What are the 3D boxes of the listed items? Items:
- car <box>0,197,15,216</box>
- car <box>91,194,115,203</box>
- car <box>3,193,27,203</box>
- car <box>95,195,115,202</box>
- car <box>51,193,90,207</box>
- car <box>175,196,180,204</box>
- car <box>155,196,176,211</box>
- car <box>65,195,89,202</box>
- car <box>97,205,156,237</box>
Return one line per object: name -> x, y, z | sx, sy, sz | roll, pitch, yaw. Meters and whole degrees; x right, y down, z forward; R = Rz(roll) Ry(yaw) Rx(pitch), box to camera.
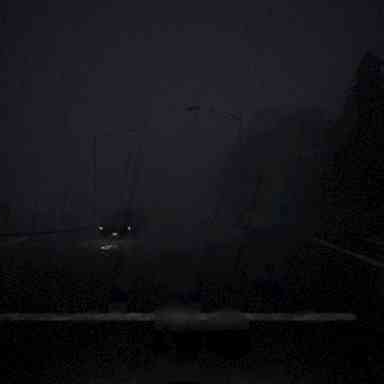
car -> -17.360, 1.403, 27.946 | 3.633, 1.501, 1.845 | 0, 0, 0
car -> -17.608, 1.200, 62.230 | 5.027, 1.636, 2.152 | 0, 0, 0
car -> -34.989, 1.145, 65.383 | 4.605, 1.855, 1.932 | 0, 0, 0
car -> -17.926, 1.282, 68.648 | 3.806, 1.475, 1.970 | 0, 0, 0
car -> -17.208, 1.136, 46.530 | 4.605, 1.855, 1.932 | 0, 0, 0
car -> -3.438, 1.514, 66.977 | 1.882, 1.535, 5.008 | 0, 0, 0
car -> -3.463, 1.570, 41.326 | 2.033, 1.411, 5.357 | 0, 0, 0
car -> -24.972, 1.349, 72.316 | 4.514, 1.523, 2.007 | 0, 0, 0
car -> -3.556, 1.587, 18.337 | 2.033, 1.411, 5.357 | 0, 0, 2
